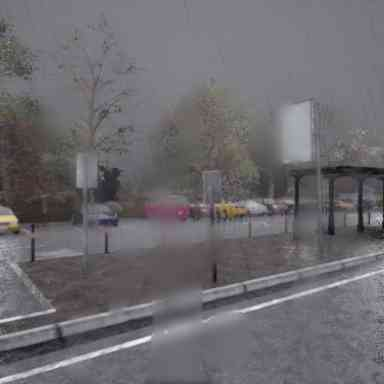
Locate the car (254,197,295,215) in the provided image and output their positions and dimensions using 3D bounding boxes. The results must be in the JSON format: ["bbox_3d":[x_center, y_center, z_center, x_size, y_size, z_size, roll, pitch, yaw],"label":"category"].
[{"bbox_3d":[7.003,1.305,31.749,2.185,1.767,4.553,0,0,-36],"label":"car"}]

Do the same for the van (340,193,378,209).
[{"bbox_3d":[20.633,1.174,41.314,1.878,1.987,4.442,0,0,-36],"label":"van"}]

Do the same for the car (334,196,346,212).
[{"bbox_3d":[13.777,1.444,36.590,2.163,1.488,4.792,0,0,-36],"label":"car"}]

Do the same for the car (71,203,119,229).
[{"bbox_3d":[-6.507,1.498,22.012,2.163,1.488,4.792,0,0,-36],"label":"car"}]

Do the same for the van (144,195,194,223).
[{"bbox_3d":[-2.077,1.229,25.359,1.878,1.987,4.442,0,0,-36],"label":"van"}]

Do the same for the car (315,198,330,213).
[{"bbox_3d":[11.540,1.420,34.947,2.231,1.521,4.892,0,0,-36],"label":"car"}]

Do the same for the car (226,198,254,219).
[{"bbox_3d":[2.510,1.442,28.490,2.097,1.535,5.008,0,0,-36],"label":"car"}]

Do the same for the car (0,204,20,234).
[{"bbox_3d":[-10.932,1.479,18.655,1.946,1.575,5.366,0,0,-36],"label":"car"}]

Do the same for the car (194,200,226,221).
[{"bbox_3d":[0.250,1.489,26.876,2.002,1.452,4.674,0,0,-36],"label":"car"}]

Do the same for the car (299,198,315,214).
[{"bbox_3d":[9.276,1.424,33.343,2.097,1.535,5.008,0,0,-36],"label":"car"}]

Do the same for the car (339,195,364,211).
[{"bbox_3d":[16.159,1.406,38.029,1.946,1.575,5.366,0,0,-36],"label":"car"}]

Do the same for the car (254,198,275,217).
[{"bbox_3d":[4.766,1.476,30.107,2.002,1.452,4.674,0,0,-36],"label":"car"}]

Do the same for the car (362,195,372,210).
[{"bbox_3d":[18.292,1.434,39.820,2.163,1.488,4.792,0,0,-36],"label":"car"}]
